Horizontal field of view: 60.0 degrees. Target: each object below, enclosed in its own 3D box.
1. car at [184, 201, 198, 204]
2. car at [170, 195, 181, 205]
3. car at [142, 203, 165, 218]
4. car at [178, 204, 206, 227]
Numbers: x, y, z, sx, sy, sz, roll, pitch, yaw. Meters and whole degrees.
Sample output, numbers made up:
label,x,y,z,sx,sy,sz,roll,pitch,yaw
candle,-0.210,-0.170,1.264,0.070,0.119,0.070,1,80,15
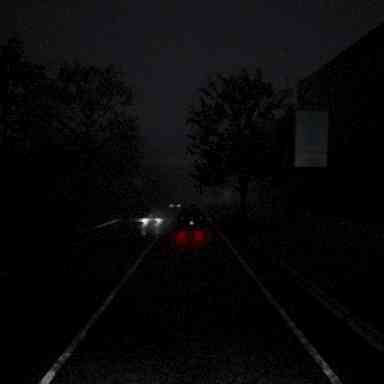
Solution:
label,x,y,z,sx,sy,sz,roll,pitch,yaw
car,-0.127,1.883,42.917,1.812,1.442,4.674,0,-1,0
car,-3.610,1.770,74.891,2.150,2.045,5.566,0,0,2
car,-3.770,1.828,33.368,2.033,1.411,5.357,0,0,0
car,-0.024,1.805,24.431,1.895,1.301,4.718,0,0,0
